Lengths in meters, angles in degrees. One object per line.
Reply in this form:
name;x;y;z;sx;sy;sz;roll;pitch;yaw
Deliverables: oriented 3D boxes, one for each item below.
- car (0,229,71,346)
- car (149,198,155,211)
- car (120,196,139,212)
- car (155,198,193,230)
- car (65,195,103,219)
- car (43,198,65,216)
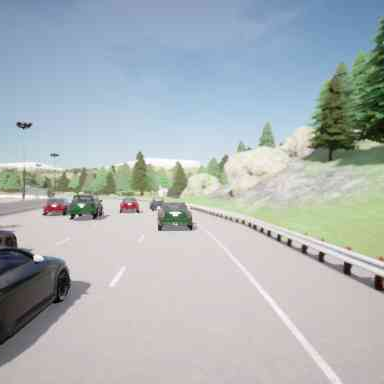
car;-3.584;1.571;5.529;1.994;1.385;4.181;0;0;-1
car;-4.350;1.501;41.967;2.128;1.511;4.902;0;0;-11
car;-7.222;1.367;38.413;2.097;1.767;4.553;0;0;-11
car;-1.180;1.355;21.529;2.097;1.767;4.553;0;0;-6
car;-9.177;1.240;29.153;2.150;2.045;5.566;0;0;-8
car;-13.496;1.379;33.815;2.097;1.767;4.553;0;0;-10
